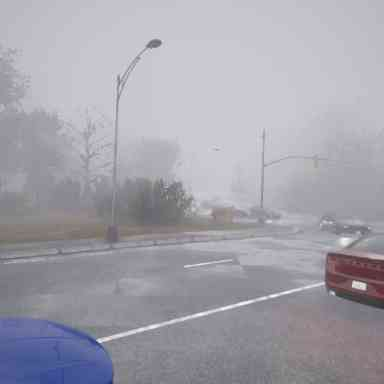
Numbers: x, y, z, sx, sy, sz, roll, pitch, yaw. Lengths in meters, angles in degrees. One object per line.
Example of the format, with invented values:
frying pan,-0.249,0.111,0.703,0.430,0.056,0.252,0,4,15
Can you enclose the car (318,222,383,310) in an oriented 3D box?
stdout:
car,4.992,1.555,7.347,5.008,1.535,1.882,1,-1,-35

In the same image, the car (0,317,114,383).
car,-2.863,1.478,1.699,5.008,1.535,1.882,0,0,-36

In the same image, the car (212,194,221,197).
car,5.839,1.109,79.176,2.033,1.411,5.357,2,2,-1

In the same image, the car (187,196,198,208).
car,-0.495,1.801,51.719,1.994,1.385,4.181,2,1,-15

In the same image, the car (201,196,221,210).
car,2.926,1.939,52.149,2.033,1.411,5.357,2,1,-15

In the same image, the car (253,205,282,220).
car,8.097,2.215,37.318,1.837,1.490,4.892,3,0,-22

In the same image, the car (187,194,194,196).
car,-0.197,1.235,67.898,1.837,1.490,4.892,2,3,-9

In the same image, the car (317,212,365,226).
car,9.634,1.986,21.445,2.033,1.411,5.357,2,-1,5

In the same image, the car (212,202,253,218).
car,4.386,2.154,37.085,1.895,1.301,4.718,3,-1,-22
